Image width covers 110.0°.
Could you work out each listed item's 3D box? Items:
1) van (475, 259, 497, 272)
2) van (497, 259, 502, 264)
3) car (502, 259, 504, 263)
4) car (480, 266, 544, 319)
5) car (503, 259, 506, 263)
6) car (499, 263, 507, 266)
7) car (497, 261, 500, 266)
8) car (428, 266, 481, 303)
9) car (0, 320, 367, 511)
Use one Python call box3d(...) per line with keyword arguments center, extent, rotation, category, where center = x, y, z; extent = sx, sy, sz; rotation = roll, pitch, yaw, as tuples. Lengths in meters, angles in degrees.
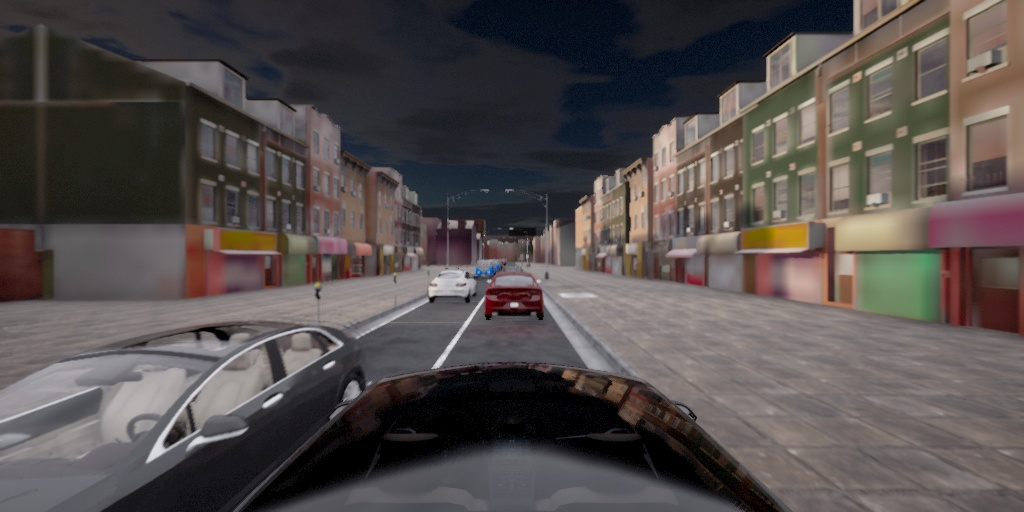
box3d(center=(-2.654, 1.290, 35.434), extent=(1.690, 1.789, 3.998), rotation=(0, 0, 0), category="van")
box3d(center=(-2.662, 1.394, 51.735), extent=(1.690, 1.789, 3.998), rotation=(0, 0, 0), category="van")
box3d(center=(-2.665, 1.635, 57.169), extent=(1.888, 1.381, 4.507), rotation=(0, 0, 0), category="car")
box3d(center=(0.078, 1.292, 13.095), extent=(1.882, 1.535, 5.008), rotation=(0, 0, 0), category="car")
box3d(center=(-2.667, 1.441, 62.602), extent=(2.192, 1.841, 5.009), rotation=(0, 0, 0), category="car")
box3d(center=(0.080, 1.516, 29.861), extent=(1.895, 1.301, 4.718), rotation=(0, 0, 0), category="car")
box3d(center=(-2.657, 1.549, 40.868), extent=(1.948, 1.339, 4.313), rotation=(0, 0, 0), category="car")
box3d(center=(-2.757, 1.366, 17.293), extent=(1.812, 1.442, 4.674), rotation=(0, 0, 0), category="car")
box3d(center=(-2.638, 1.307, 2.832), extent=(2.007, 1.370, 4.403), rotation=(0, 0, 0), category="car")
